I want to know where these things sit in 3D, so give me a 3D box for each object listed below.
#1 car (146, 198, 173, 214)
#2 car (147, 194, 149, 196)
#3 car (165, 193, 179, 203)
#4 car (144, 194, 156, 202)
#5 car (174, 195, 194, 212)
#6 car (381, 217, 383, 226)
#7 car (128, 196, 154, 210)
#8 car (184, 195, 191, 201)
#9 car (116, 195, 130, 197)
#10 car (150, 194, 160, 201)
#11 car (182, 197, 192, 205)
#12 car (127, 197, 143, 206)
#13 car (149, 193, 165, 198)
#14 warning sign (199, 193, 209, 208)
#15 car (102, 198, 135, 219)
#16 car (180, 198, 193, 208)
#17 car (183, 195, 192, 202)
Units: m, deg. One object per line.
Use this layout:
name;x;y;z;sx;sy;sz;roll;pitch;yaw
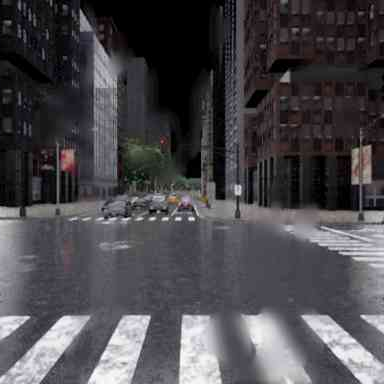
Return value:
car;-3.291;1.582;34.283;1.895;1.301;4.718;0;0;-1
car;-9.540;1.636;71.655;1.802;1.307;4.206;0;0;-1
car;-3.716;1.518;65.328;1.882;1.535;5.008;0;0;-1
car;-9.591;1.382;77.081;2.192;1.841;5.009;0;0;-1
car;-0.715;1.430;39.176;1.967;1.590;4.097;0;0;-1
car;14.742;1.714;21.175;4.902;1.511;2.128;1;0;0
car;-6.608;1.545;43.249;2.033;1.411;5.357;0;0;0
car;-1.166;1.534;87.999;1.967;1.590;4.097;0;0;-1
car;-9.290;1.315;44.526;2.192;1.841;5.009;0;0;-1
car;-9.692;1.409;87.932;2.192;1.841;5.009;0;0;-1
car;-0.915;1.575;60.875;1.887;1.381;4.507;0;0;-1
car;-9.388;1.545;55.207;1.752;1.417;4.829;0;0;-1
car;-6.747;1.269;66.811;2.150;2.045;5.566;0;-1;0
warning sign;1.562;1.112;42.868;1.300;1.860;1.060;0;0;-1
car;-6.279;1.476;28.390;1.837;1.490;4.892;0;0;-4
car;-0.815;1.592;50.025;1.802;1.307;4.206;0;0;-1
car;-1.116;1.520;82.574;1.967;1.590;4.097;0;0;-1
